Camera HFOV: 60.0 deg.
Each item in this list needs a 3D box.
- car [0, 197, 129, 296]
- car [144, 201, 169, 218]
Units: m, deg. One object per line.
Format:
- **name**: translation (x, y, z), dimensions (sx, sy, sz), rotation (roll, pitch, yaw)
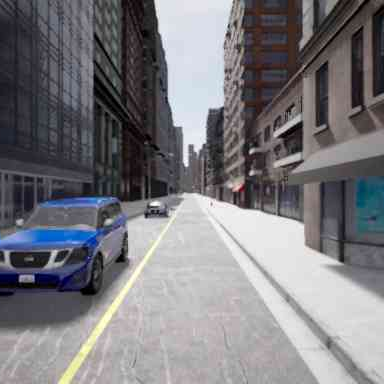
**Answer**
- **car**: translation (-3.140, 1.214, 9.016), dimensions (2.150, 2.045, 5.566), rotation (0, 1, -1)
- **car**: translation (-3.138, 1.549, 30.328), dimensions (1.994, 1.385, 4.181), rotation (0, 0, 0)
